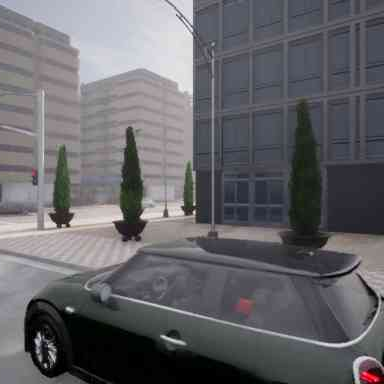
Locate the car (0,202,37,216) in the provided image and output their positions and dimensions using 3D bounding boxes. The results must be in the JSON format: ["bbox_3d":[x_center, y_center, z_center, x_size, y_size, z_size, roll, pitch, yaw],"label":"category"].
[{"bbox_3d":[-17.445,1.602,31.236,2.033,1.411,5.357,0,0,35],"label":"car"}]

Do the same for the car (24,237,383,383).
[{"bbox_3d":[-0.027,1.353,4.011,4.553,1.767,2.097,0,0,36],"label":"car"}]

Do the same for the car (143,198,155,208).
[{"bbox_3d":[-7.052,1.581,45.941,1.812,1.442,4.674,0,0,35],"label":"car"}]
